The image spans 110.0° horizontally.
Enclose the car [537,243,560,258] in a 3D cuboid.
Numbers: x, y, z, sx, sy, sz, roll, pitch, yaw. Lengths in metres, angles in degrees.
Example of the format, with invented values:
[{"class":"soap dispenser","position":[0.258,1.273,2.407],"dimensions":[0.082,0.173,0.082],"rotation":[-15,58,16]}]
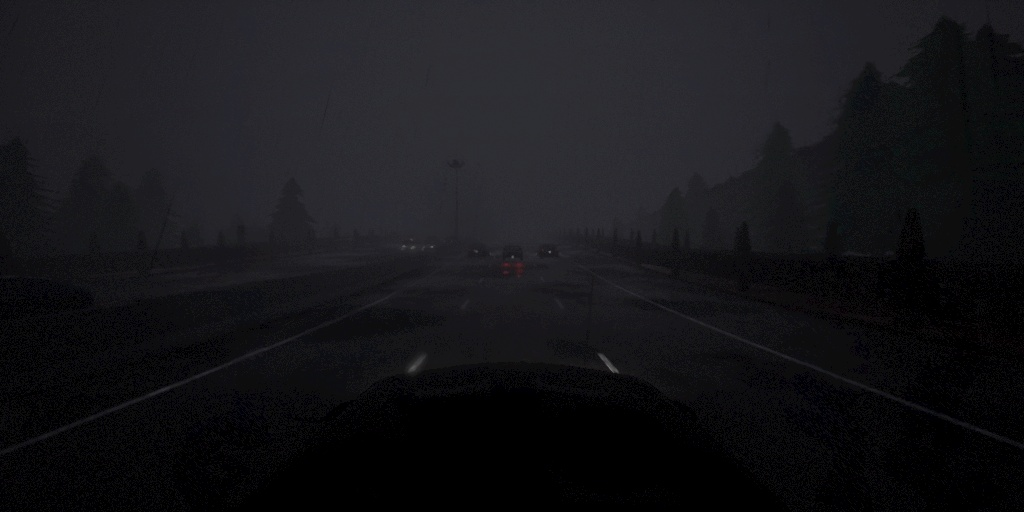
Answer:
[{"class":"car","position":[3.588,-0.597,35.892],"dimensions":[1.994,1.385,4.181],"rotation":[0,5,0]}]

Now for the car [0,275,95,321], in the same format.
[{"class":"car","position":[-14.084,1.278,9.366],"dimensions":[1.812,1.442,4.674],"rotation":[0,1,0]}]

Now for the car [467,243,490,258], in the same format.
[{"class":"car","position":[-3.404,-0.628,36.771],"dimensions":[1.994,1.385,4.181],"rotation":[0,5,0]}]

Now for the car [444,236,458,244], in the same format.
[{"class":"car","position":[-10.475,-2.727,61.624],"dimensions":[1.837,1.490,4.892],"rotation":[0,5,1]}]

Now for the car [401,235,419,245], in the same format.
[{"class":"car","position":[-17.473,-2.849,61.783],"dimensions":[2.097,1.767,4.553],"rotation":[0,5,1]}]

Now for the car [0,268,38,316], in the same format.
[{"class":"car","position":[-17.583,1.259,10.139],"dimensions":[1.837,1.490,4.892],"rotation":[0,2,0]}]

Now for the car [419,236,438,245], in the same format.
[{"class":"car","position":[-13.974,-2.719,61.760],"dimensions":[1.837,1.490,4.892],"rotation":[0,5,1]}]

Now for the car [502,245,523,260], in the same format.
[{"class":"car","position":[0.073,-0.387,34.076],"dimensions":[1.895,1.301,4.718],"rotation":[0,5,1]}]
